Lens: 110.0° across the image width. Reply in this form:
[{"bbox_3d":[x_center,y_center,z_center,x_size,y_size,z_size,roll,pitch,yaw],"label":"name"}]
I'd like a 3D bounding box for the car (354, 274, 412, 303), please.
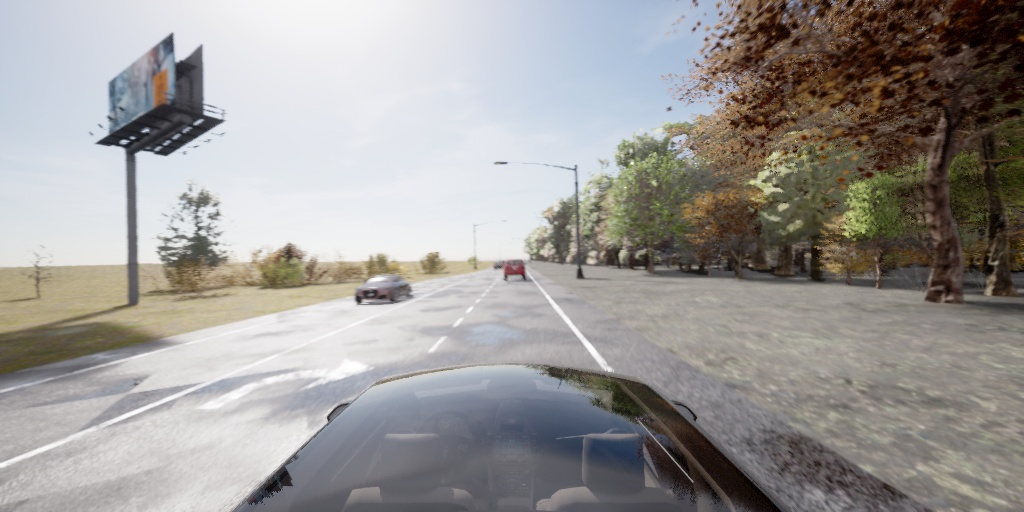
[{"bbox_3d":[-6.918,1.723,19.571,1.994,1.385,4.181,-2,-1,1],"label":"car"}]

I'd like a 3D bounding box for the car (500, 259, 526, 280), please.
[{"bbox_3d":[0.278,1.298,36.414,2.150,2.045,5.566,-2,-1,1],"label":"car"}]
